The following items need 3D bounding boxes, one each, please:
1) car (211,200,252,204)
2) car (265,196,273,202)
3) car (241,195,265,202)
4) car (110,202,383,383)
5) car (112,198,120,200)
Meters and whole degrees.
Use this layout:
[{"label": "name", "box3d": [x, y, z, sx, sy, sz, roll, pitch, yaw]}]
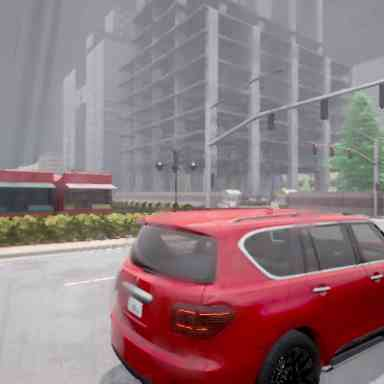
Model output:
[{"label": "car", "box3d": [2.210, 1.579, 27.365, 1.882, 1.535, 5.008, 1, 0, -36]}, {"label": "car", "box3d": [12.408, 1.506, 58.686, 1.905, 1.878, 3.866, 1, 0, -36]}, {"label": "car", "box3d": [10.016, 1.480, 56.975, 1.905, 1.878, 3.866, 1, 0, -36]}, {"label": "car", "box3d": [1.610, 1.260, 4.919, 5.566, 2.045, 2.150, 0, 0, -35]}, {"label": "car", "box3d": [-10.499, 1.577, 44.931, 1.882, 1.535, 5.008, 1, 0, -36]}]
